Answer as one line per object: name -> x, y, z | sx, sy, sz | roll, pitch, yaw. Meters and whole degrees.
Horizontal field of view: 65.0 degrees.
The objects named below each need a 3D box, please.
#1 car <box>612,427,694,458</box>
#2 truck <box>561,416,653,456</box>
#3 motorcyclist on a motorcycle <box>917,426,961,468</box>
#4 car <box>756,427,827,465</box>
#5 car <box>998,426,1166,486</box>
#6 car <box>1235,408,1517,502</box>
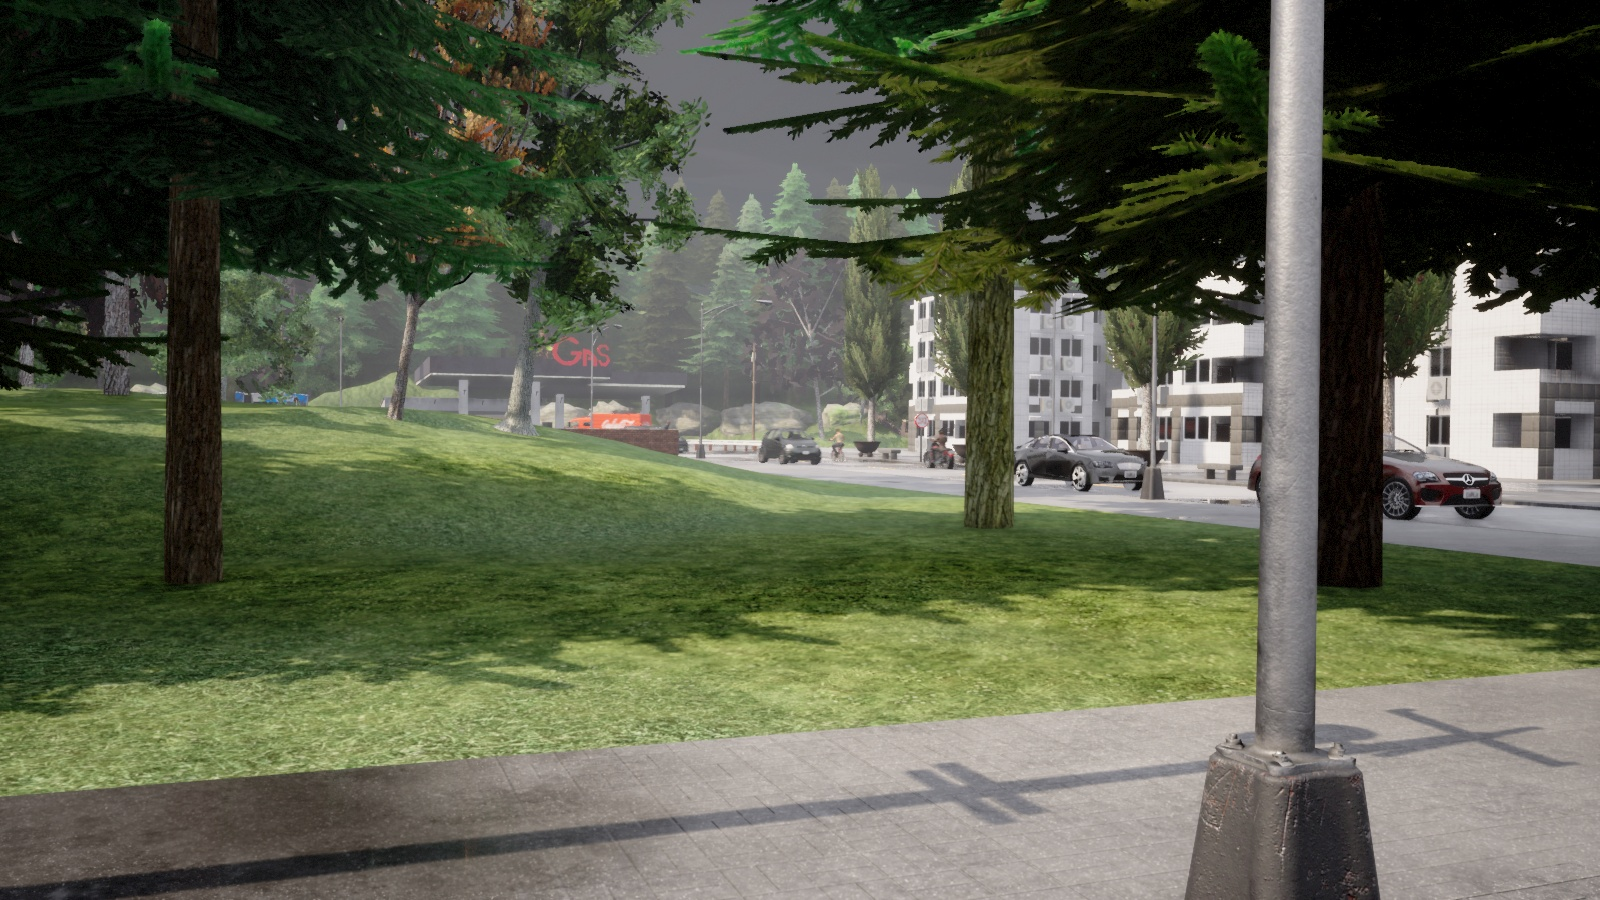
car -> -8.764, -0.463, 74.703 | 4.553, 1.767, 2.097 | 0, 1, 33
truck -> -12.426, -0.870, 80.913 | 5.204, 2.467, 2.627 | 0, 0, 13
motorcyclist on a motorcycle -> 5.623, -0.142, 51.007 | 0.766, 1.649, 2.350 | -1, 1, -21
car -> -0.432, -0.205, 55.683 | 1.851, 1.617, 3.988 | -1, 1, -21
car -> 7.614, 0.111, 34.497 | 2.128, 1.511, 4.902 | -1, 1, -21
car -> 11.236, 0.049, 24.984 | 2.152, 1.651, 5.027 | -1, 1, -21
